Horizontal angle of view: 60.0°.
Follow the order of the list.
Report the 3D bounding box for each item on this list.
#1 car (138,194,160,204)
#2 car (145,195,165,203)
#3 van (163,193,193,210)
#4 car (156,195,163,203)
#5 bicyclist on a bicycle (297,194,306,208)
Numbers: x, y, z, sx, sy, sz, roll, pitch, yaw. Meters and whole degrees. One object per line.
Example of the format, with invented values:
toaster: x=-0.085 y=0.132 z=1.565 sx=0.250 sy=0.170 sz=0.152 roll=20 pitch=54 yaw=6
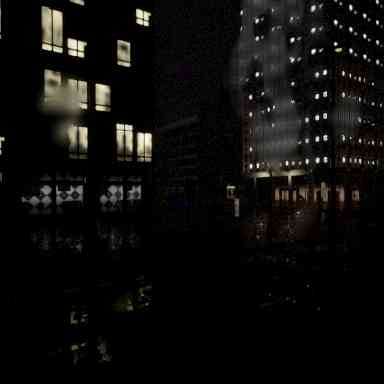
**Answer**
car: x=-7.820 y=1.202 z=59.853 sx=1.882 sy=1.535 sz=5.008 roll=-1 pitch=1 yaw=-34
car: x=-6.997 y=1.236 z=63.266 sx=1.887 sy=1.381 sz=4.507 roll=0 pitch=0 yaw=-34
van: x=-1.488 y=1.209 z=40.226 sx=1.690 sy=1.788 sz=3.998 roll=0 pitch=0 yaw=-34
car: x=-3.887 y=1.033 z=58.682 sx=2.192 sy=1.841 sz=5.009 roll=0 pitch=0 yaw=-34
bicyclist on a bicycle: x=12.902 y=1.116 z=39.178 sx=1.656 sy=1.620 sz=0.582 roll=-1 pitch=1 yaw=-34
